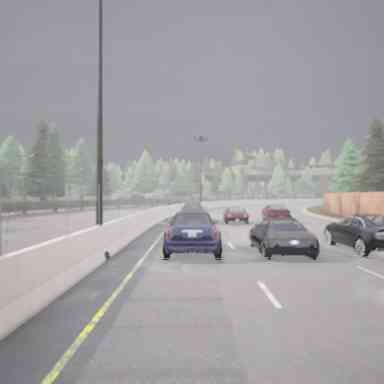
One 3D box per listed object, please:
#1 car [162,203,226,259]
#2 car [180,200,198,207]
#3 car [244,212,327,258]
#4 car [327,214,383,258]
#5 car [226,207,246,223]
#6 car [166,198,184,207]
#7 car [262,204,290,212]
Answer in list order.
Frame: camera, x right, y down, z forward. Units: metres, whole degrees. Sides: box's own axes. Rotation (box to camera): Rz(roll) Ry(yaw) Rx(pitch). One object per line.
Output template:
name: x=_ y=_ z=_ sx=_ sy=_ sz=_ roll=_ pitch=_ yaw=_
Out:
car: x=0.027 y=1.499 z=13.410 sx=2.097 sy=1.767 sz=4.553 roll=0 pitch=-1 yaw=0
car: x=-0.564 y=2.349 z=68.897 sx=1.895 sy=1.301 sz=4.718 roll=0 pitch=-1 yaw=25
car: x=3.525 y=1.712 z=13.367 sx=1.994 sy=1.385 sz=4.181 roll=0 pitch=-1 yaw=1
car: x=7.027 y=1.642 z=13.497 sx=2.128 sy=1.511 sz=4.902 roll=0 pitch=0 yaw=0
car: x=3.647 y=1.908 z=28.012 sx=1.895 sy=1.301 sz=4.718 roll=0 pitch=-1 yaw=3
car: x=-3.556 y=2.129 z=70.745 sx=2.097 sy=1.767 sz=4.553 roll=0 pitch=-1 yaw=25
car: x=7.237 y=1.795 z=28.931 sx=1.882 sy=1.535 sz=5.008 roll=0 pitch=0 yaw=4
